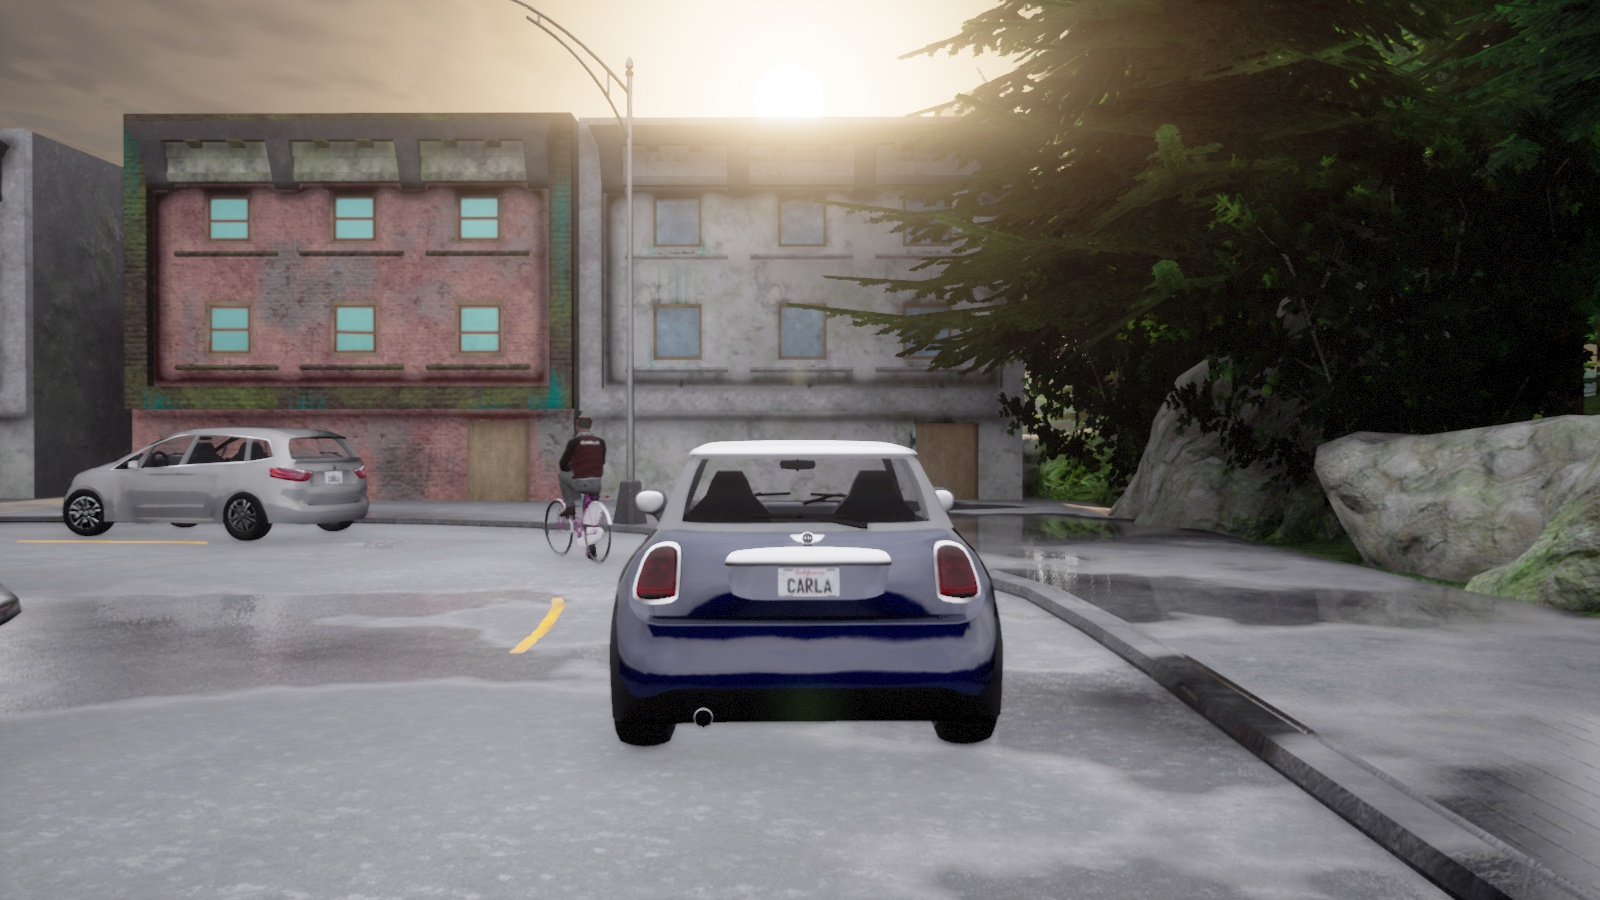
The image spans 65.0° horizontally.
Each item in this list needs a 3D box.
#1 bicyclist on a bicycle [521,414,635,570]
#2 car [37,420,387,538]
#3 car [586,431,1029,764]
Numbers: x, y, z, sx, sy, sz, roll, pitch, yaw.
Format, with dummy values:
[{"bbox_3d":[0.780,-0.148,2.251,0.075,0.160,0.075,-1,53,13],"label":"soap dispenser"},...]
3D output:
[{"bbox_3d":[-2.713,0.461,15.200,0.659,1.776,1.843,-1,1,-34],"label":"bicyclist on a bicycle"},{"bbox_3d":[-9.062,0.385,19.466,4.611,1.667,2.242,0,1,18],"label":"car"},{"bbox_3d":[-0.023,0.635,7.486,1.970,1.475,3.806,0,1,-2],"label":"car"}]
